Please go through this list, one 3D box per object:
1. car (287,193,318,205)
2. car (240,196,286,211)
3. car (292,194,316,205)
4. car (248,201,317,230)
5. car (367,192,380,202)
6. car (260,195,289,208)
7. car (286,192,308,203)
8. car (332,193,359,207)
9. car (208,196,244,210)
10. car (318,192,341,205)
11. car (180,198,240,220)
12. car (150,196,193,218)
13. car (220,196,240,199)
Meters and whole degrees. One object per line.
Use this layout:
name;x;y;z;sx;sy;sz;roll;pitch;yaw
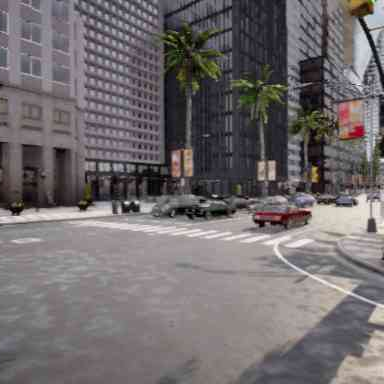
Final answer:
car;13.435;1.192;40.933;1.812;1.442;4.674;0;0;39
car;7.220;1.240;33.301;2.128;1.511;4.902;0;0;39
car;17.263;1.106;51.142;1.812;1.442;4.674;0;0;39
car;5.602;1.440;20.148;1.895;1.301;4.718;0;0;40
car;32.519;0.798;58.787;2.097;1.767;4.553;0;0;39
car;10.738;1.193;43.164;1.812;1.442;4.674;0;0;39
car;18.037;0.894;56.953;2.185;1.767;4.553;0;0;38
car;20.430;1.173;43.662;1.994;1.385;4.181;0;0;39
car;4.152;1.238;39.979;2.161;1.482;4.786;0;0;38
car;19.911;1.127;48.850;2.033;1.411;5.357;0;0;39
car;1.501;1.426;26.265;1.895;1.301;4.718;0;0;39
car;-1.395;1.181;28.252;2.097;1.767;4.553;0;0;39
car;4.576;1.297;35.602;2.033;1.411;5.357;0;0;39
